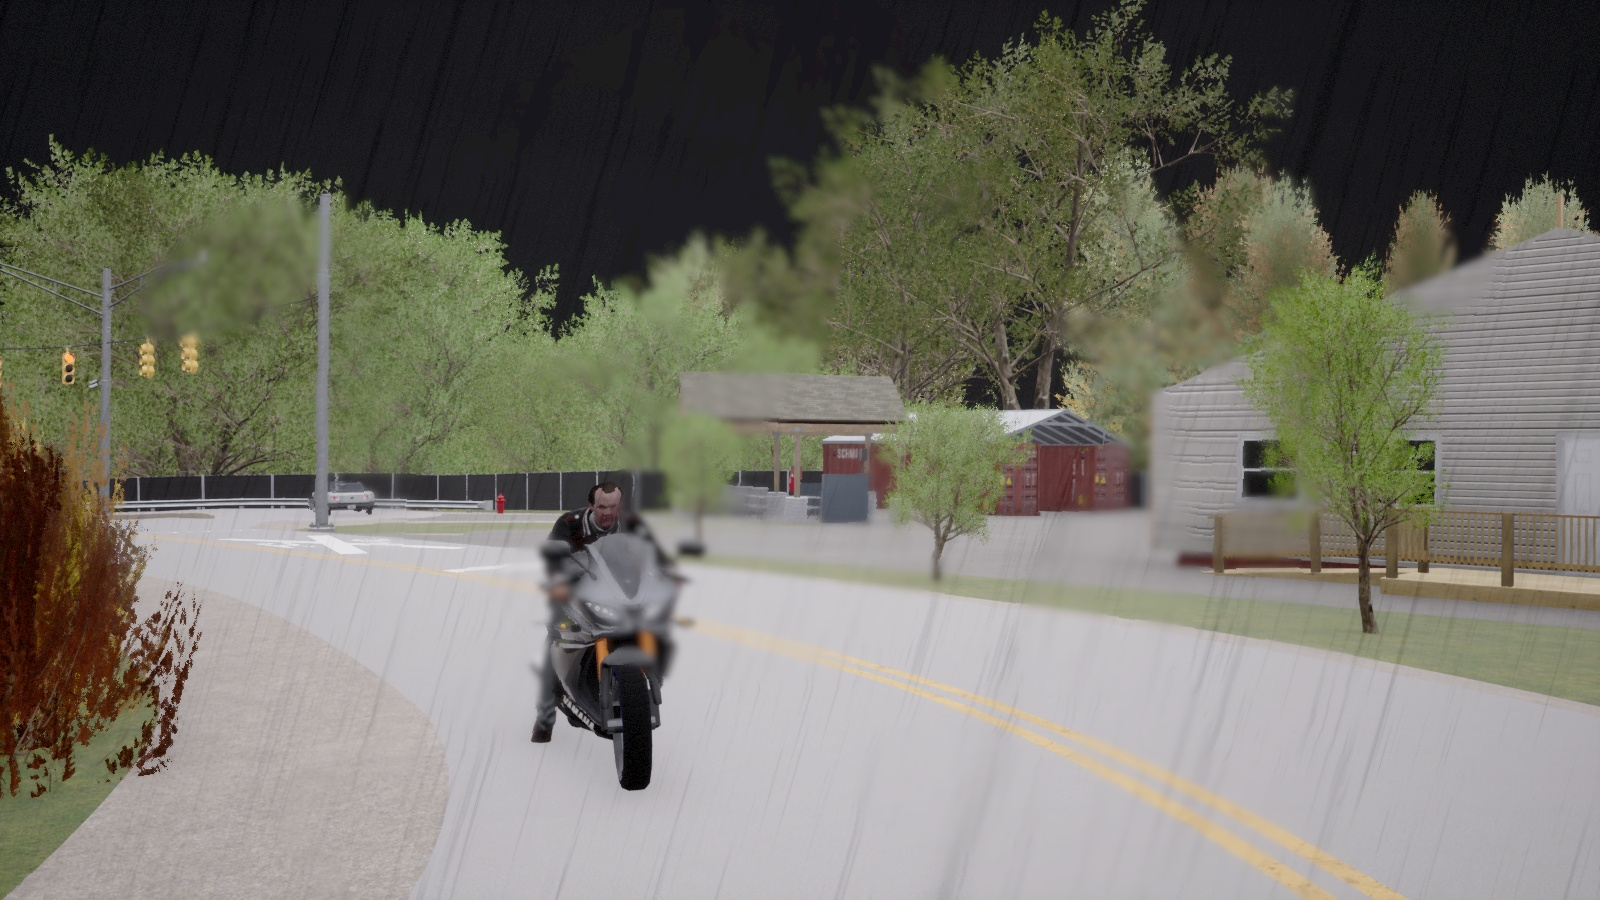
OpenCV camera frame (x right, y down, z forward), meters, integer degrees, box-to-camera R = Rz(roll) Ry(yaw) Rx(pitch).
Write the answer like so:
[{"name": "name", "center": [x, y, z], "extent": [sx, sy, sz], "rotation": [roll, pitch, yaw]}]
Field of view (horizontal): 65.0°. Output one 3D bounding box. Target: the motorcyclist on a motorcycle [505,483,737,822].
[{"name": "motorcyclist on a motorcycle", "center": [-1.077, 0.965, 6.969], "extent": [0.866, 1.530, 2.191], "rotation": [0, -1, -19]}]

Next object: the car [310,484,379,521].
[{"name": "car", "center": [-18.555, 2.092, 50.987], "extent": [1.895, 1.301, 4.718], "rotation": [-1, 0, -29]}]
